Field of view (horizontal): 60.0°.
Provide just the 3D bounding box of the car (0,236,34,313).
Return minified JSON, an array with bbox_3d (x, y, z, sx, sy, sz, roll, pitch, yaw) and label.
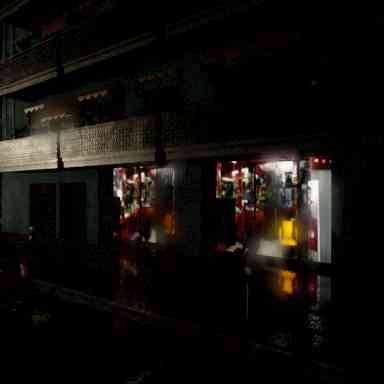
[{"bbox_3d":[-4.899,1.440,6.395,4.097,1.590,1.967,0,0,36],"label":"car"}]
